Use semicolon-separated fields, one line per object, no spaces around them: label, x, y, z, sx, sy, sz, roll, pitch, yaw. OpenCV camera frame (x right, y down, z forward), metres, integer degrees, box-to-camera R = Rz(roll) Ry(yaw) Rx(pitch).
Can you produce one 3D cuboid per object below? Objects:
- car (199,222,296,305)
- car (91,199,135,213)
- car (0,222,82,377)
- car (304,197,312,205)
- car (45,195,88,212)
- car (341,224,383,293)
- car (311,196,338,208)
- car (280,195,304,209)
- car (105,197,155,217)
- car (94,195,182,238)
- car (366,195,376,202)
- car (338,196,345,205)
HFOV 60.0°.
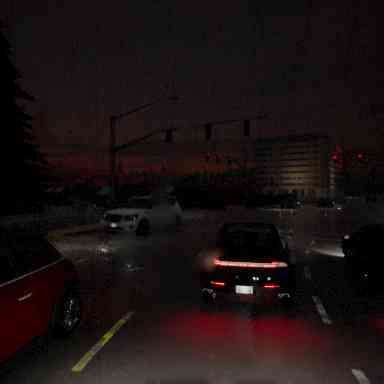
car;1.428;1.492;8.181;2.128;1.511;4.902;0;0;12
car;-9.083;1.547;38.037;4.902;1.511;2.128;0;0;32
car;-3.115;1.352;3.710;2.097;1.767;4.553;0;0;8
car;19.219;1.526;54.607;1.812;1.442;4.674;0;0;32
car;-14.117;1.277;37.047;5.566;2.045;2.150;0;0;32
car;5.180;1.547;8.554;2.033;1.411;5.357;0;0;16
car;19.188;1.547;47.899;2.033;1.411;5.357;0;0;32
car;13.416;1.505;45.205;1.837;1.490;4.892;0;0;32
car;-5.986;1.407;31.975;4.553;1.767;2.097;0;0;32
car;-2.552;1.218;18.321;2.150;2.045;5.566;0;0;26
car;42.671;1.525;79.280;2.128;1.511;4.902;0;0;32
car;25.432;1.492;57.992;2.128;1.511;4.902;0;0;32
